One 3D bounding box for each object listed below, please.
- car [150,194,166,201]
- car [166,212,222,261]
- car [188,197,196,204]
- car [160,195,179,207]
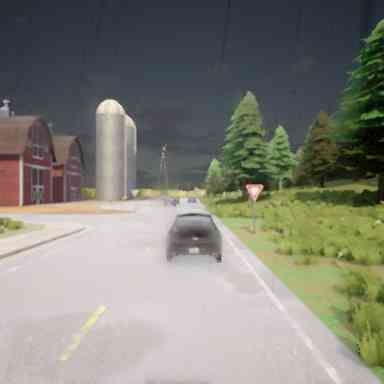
[{"bbox_3d":[-9.057,1.726,89.152,4.181,1.381,1.994,0,0,-1],"label":"car"},{"bbox_3d":[0.076,1.530,12.450,1.837,1.490,4.892,0,0,0],"label":"car"},{"bbox_3d":[0.001,1.633,68.671,2.033,1.411,5.357,0,0,0],"label":"car"},{"bbox_3d":[-3.566,1.632,53.641,1.812,1.442,4.674,0,0,0],"label":"car"}]
